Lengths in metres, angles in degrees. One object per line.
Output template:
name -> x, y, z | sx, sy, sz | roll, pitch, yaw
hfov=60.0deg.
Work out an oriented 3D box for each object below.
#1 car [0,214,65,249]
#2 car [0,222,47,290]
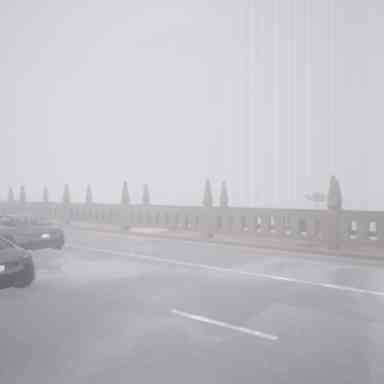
car -> -6.961, 1.569, 13.251 | 4.181, 1.385, 1.994 | 0, 0, 35
car -> -5.661, 1.565, 8.027 | 4.181, 1.385, 1.994 | 0, 0, 35
